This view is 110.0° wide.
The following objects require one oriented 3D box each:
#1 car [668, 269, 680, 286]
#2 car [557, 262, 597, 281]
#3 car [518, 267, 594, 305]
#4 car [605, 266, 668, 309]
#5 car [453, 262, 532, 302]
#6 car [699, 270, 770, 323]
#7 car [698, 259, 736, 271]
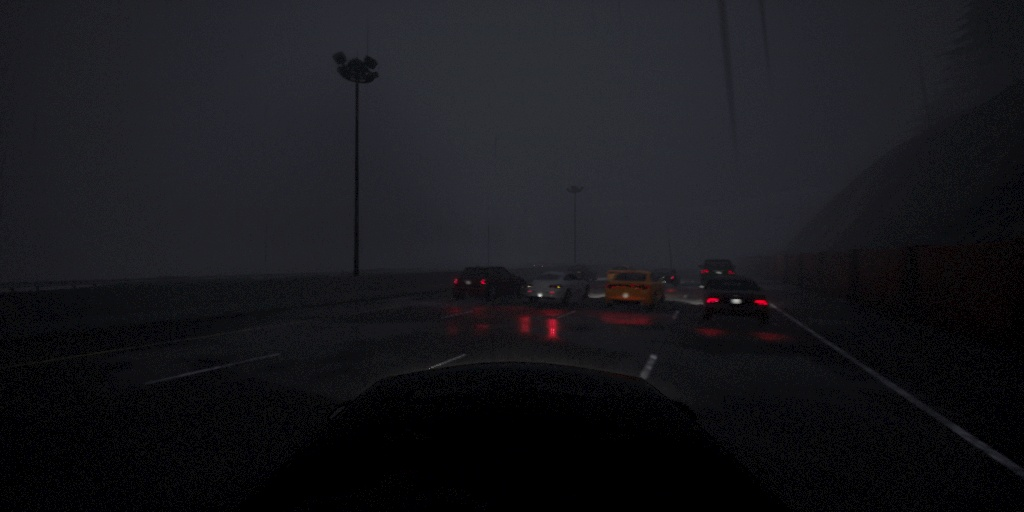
[{"bbox_3d":[12.157,1.626,28.315,1.895,1.301,4.718,0,-1,29],"label":"car"},{"bbox_3d":[6.105,1.563,31.836,2.128,1.511,4.902,0,-1,29],"label":"car"},{"bbox_3d":[2.303,1.442,17.310,1.812,1.442,4.674,0,0,29],"label":"car"},{"bbox_3d":[5.550,1.376,15.955,1.882,1.535,5.008,0,0,29],"label":"car"},{"bbox_3d":[-1.011,1.285,18.547,2.097,1.767,4.553,0,-1,29],"label":"car"},{"bbox_3d":[7.806,1.409,12.788,2.033,1.411,5.357,0,-1,28],"label":"car"},{"bbox_3d":[14.913,1.222,26.066,2.150,2.045,5.566,0,0,28],"label":"car"}]
